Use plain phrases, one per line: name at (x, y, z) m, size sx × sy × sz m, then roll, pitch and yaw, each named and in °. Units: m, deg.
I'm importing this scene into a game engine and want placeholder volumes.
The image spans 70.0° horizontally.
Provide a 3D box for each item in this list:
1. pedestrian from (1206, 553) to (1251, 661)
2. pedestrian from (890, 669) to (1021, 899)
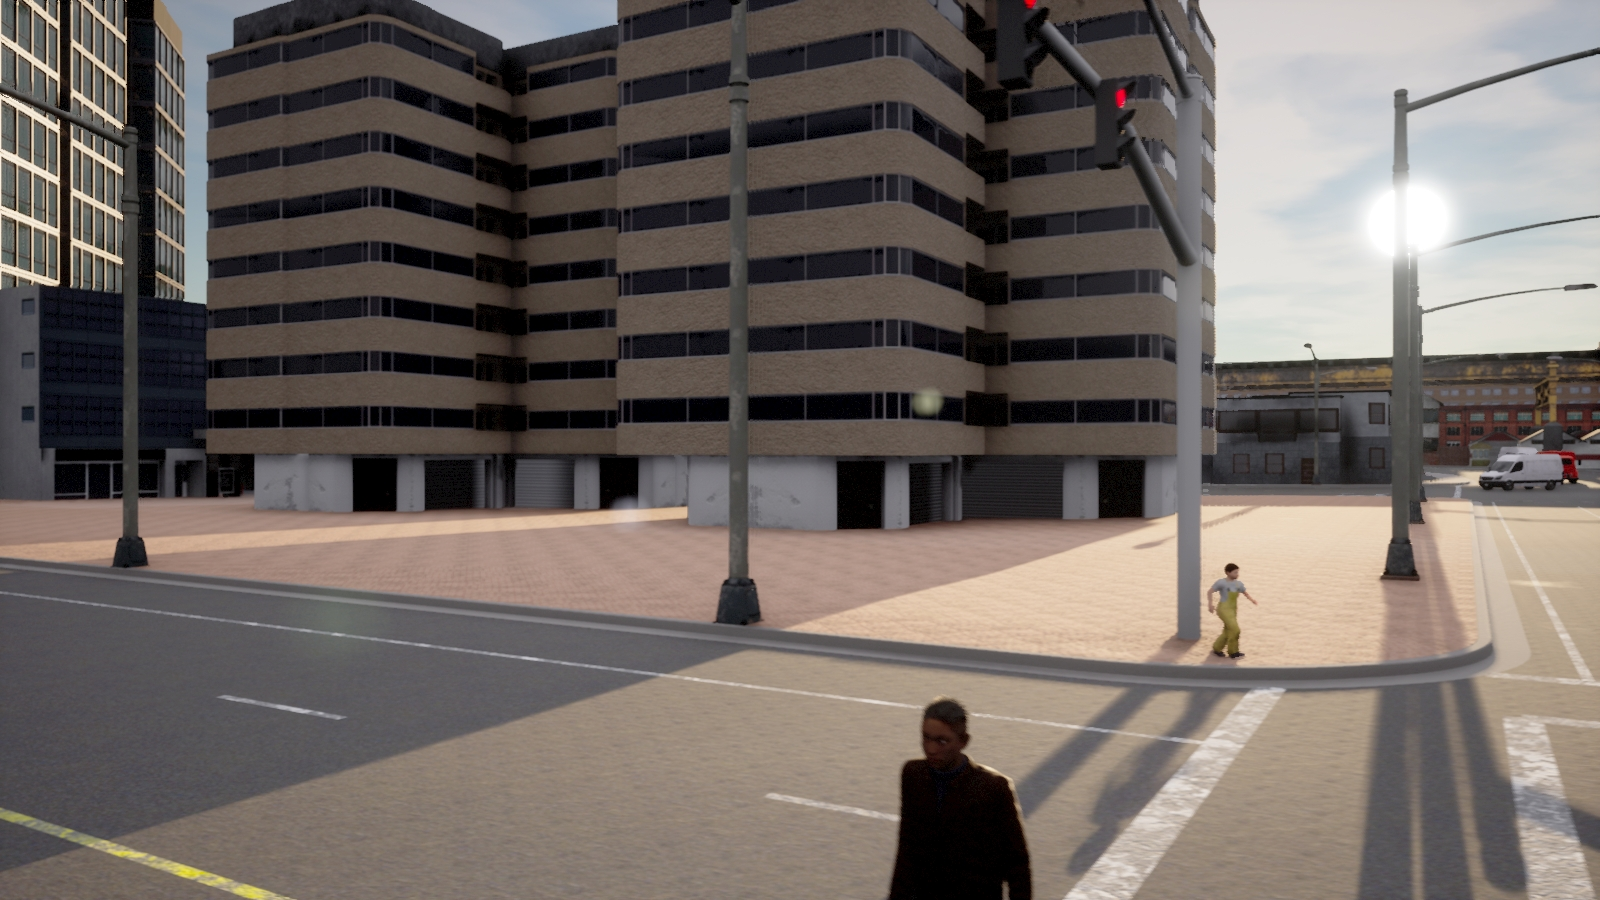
pedestrian at (5.417, 1.978, 14.460) m, size 0.375 × 1.300 × 0.375 m, roll 0°, pitch 0°, yaw -28°
pedestrian at (0.618, 1.848, 4.533) m, size 0.375 × 1.860 × 0.375 m, roll 0°, pitch 0°, yaw 39°
